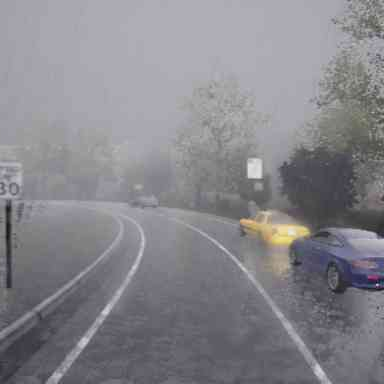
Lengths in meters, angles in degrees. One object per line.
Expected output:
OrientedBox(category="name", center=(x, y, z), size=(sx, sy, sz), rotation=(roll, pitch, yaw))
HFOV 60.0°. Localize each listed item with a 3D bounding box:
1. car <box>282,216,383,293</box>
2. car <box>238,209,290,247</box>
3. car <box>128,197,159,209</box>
OrientedBox(category="car", center=(4.236, 1.714, 9.302), size=(1.812, 1.442, 4.674), rotation=(2, 0, -3))
OrientedBox(category="car", center=(3.630, 1.566, 15.731), size=(1.801, 1.575, 5.366), rotation=(2, 1, -8))
OrientedBox(category="car", center=(-5.716, 1.242, 38.989), size=(2.033, 1.411, 5.357), rotation=(-1, 1, -31))
